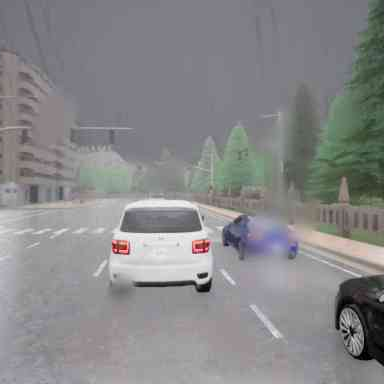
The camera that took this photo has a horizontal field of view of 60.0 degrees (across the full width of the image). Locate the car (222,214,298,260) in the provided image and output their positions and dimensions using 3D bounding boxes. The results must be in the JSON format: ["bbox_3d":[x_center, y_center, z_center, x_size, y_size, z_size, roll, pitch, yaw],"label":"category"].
[{"bbox_3d":[2.354,1.526,12.308,1.812,1.442,4.674,0,0,-6],"label":"car"}]

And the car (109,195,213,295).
[{"bbox_3d":[-0.793,1.221,8.951,2.150,2.045,5.566,0,0,-5],"label":"car"}]

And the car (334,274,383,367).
[{"bbox_3d":[3.125,1.492,3.080,2.128,1.511,4.902,0,0,-3],"label":"car"}]
